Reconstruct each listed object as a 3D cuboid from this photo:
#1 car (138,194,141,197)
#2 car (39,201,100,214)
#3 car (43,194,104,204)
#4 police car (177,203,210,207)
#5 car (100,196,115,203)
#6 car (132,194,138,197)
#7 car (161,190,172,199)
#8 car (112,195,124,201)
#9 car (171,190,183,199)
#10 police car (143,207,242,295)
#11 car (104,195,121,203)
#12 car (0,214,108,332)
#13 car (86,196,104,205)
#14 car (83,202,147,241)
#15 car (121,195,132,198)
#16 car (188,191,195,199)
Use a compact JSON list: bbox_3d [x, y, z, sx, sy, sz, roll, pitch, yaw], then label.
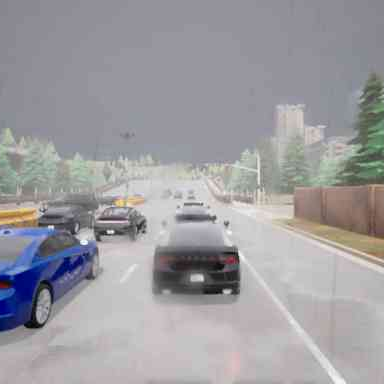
[{"bbox_3d":[-14.126,1.183,85.000,2.128,1.511,4.902,0,2,0],"label":"car"},{"bbox_3d":[-6.909,1.495,18.730,1.837,1.490,4.892,0,0,0],"label":"car"},{"bbox_3d":[-11.718,1.205,31.960,2.150,2.045,5.566,-1,-1,38],"label":"car"},{"bbox_3d":[0.090,1.416,18.771,1.930,1.638,5.238,0,0,0],"label":"police car"},{"bbox_3d":[-17.537,1.517,69.263,1.994,1.385,4.181,0,0,0],"label":"car"},{"bbox_3d":[-14.067,1.494,74.996,1.994,1.385,4.181,0,0,0],"label":"car"},{"bbox_3d":[-7.147,1.027,88.534,1.994,1.385,4.181,0,4,0],"label":"car"},{"bbox_3d":[-17.592,1.462,79.322,1.895,1.301,4.718,0,1,0],"label":"car"},{"bbox_3d":[-3.645,0.859,88.111,2.097,1.767,4.553,0,3,0],"label":"car"},{"bbox_3d":[0.096,1.421,8.868,1.930,1.638,5.238,0,0,0],"label":"police car"},{"bbox_3d":[-14.105,1.519,56.689,2.033,1.411,5.357,0,0,0],"label":"car"},{"bbox_3d":[-3.404,1.474,6.954,1.882,1.535,5.008,0,0,0],"label":"car"},{"bbox_3d":[-17.584,1.475,60.641,1.837,1.490,4.892,0,0,0],"label":"car"},{"bbox_3d":[-3.417,1.483,16.528,2.128,1.511,4.902,0,0,1],"label":"car"},{"bbox_3d":[-14.044,1.458,66.312,2.128,1.511,4.902,0,0,0],"label":"car"},{"bbox_3d":[-0.134,1.192,86.342,1.895,1.301,4.718,0,3,0],"label":"car"}]
